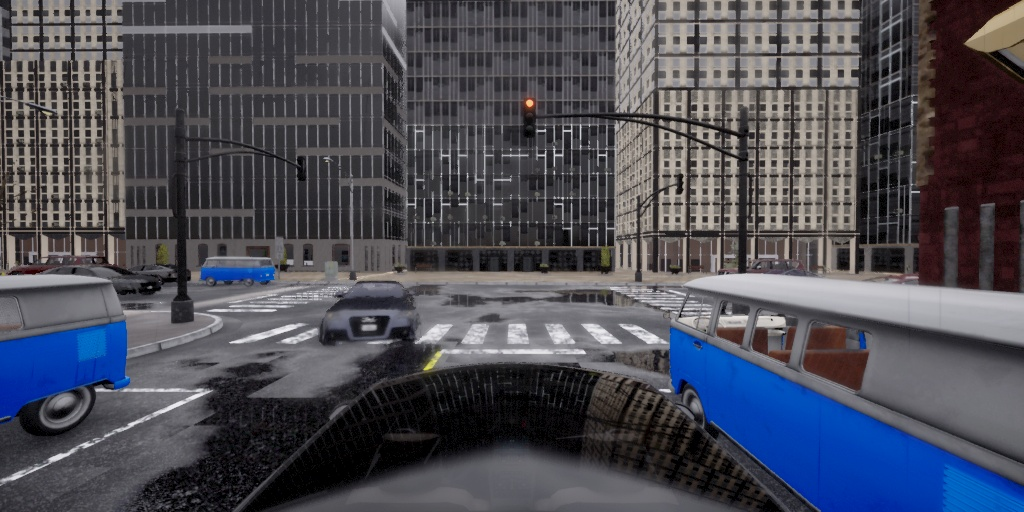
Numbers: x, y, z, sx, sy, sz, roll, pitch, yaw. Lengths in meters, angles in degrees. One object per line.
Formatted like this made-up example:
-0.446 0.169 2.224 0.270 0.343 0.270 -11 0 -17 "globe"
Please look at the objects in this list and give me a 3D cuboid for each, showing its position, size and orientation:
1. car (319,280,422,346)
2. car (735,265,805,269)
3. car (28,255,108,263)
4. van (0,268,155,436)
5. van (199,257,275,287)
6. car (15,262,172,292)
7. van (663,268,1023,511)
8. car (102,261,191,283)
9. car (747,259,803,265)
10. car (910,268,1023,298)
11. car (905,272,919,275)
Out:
-3.508 1.339 9.417 1.994 1.385 4.181 1 -1 -16 "car"
14.801 1.372 19.486 4.181 1.385 1.994 0 1 1 "car"
-28.141 0.874 22.473 5.009 1.841 2.192 0 0 1 "car"
-5.690 1.090 2.836 1.690 1.789 3.998 0 0 0 "van"
-17.096 0.951 22.373 3.998 1.789 1.690 0 0 1 "van"
-19.179 1.186 16.590 4.892 1.490 1.837 0 1 1 "car"
2.691 1.090 2.782 1.690 1.789 3.998 0 0 0 "van"
-22.618 1.150 22.423 4.313 1.339 1.948 0 0 1 "car"
15.292 1.089 22.082 5.009 1.841 2.192 0 0 1 "car"
25.351 1.412 19.391 5.357 1.411 2.033 0 1 0 "car"
15.216 1.437 13.703 4.507 1.381 1.888 0 0 1 "car"
